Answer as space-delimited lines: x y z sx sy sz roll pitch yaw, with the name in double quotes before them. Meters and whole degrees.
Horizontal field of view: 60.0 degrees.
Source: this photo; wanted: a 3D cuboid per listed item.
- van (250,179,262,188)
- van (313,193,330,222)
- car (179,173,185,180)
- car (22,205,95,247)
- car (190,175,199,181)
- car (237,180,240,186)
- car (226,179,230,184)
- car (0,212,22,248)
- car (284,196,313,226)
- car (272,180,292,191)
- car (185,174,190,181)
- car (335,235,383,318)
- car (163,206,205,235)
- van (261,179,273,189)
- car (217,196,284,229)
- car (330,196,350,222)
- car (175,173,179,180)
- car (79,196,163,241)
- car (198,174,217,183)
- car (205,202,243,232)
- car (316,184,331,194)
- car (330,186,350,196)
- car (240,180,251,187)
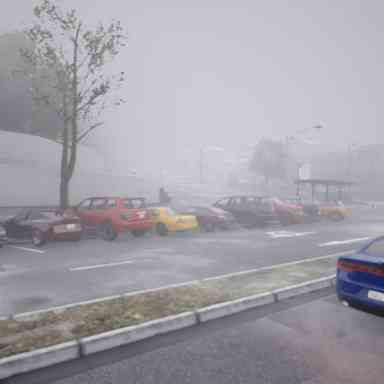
"van" 14.817 -1.731 70.495 1.878 1.987 4.442 7 4 35
"van" 7.868 1.310 25.565 4.442 1.987 1.878 -1 -1 35
"car" -0.792 -4.052 92.728 2.185 1.767 4.553 4 1 34
"car" -6.991 1.525 15.245 4.792 1.488 2.163 -1 -1 35
"car" 2.728 -3.665 87.789 2.435 2.045 5.566 7 3 34
"car" 11.416 -2.010 75.550 2.002 1.452 4.674 7 3 35
"car" 9.675 -2.284 78.013 2.002 1.452 4.674 7 3 35
"car" -9.412 1.493 13.500 4.892 1.521 2.231 -1 -1 35
"car" 5.329 1.278 23.897 5.566 2.045 2.435 -1 -1 35
"car" 18.301 -0.959 65.658 2.231 1.521 4.892 7 3 35
"car" 0.936 -3.817 90.257 2.185 1.767 4.553 6 3 34
"car" 4.889 1.492 6.605 5.008 1.535 1.882 1 0 -35
"car" -2.223 1.508 18.813 5.366 1.575 1.946 -1 -1 35
"van" 16.544 -1.457 68.022 1.878 1.987 4.442 7 4 35
"car" 2.814 1.272 22.194 5.566 2.045 2.435 -1 -1 35
"car" 10.279 1.418 27.313 4.553 1.767 2.185 -1 -1 35
"car" -2.561 -4.329 95.078 2.435 2.045 5.566 1 -1 34
"car" -4.544 1.251 16.988 5.566 2.045 2.435 -1 -1 35
"car" 4.577 -3.143 85.528 1.946 1.575 5.366 7 3 34
"car" 0.385 1.556 20.439 4.674 1.452 2.002 -1 -1 35
"car" 23.505 -0.393 58.268 2.435 2.045 5.566 7 3 35
"car" 25.194 0.170 55.794 2.002 1.452 4.674 7 3 35
"car" 13.245 -1.778 73.228 1.946 1.575 5.366 7 3 35
